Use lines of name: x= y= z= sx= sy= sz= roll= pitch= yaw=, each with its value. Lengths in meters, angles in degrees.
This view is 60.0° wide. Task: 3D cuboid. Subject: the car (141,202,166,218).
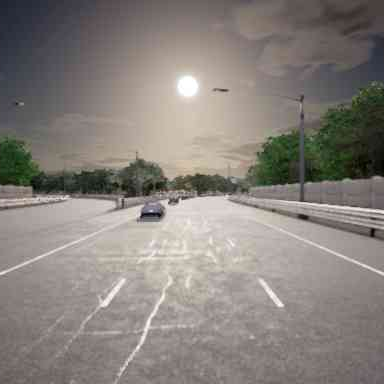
car: x=-3.492 y=1.568 z=30.508 sx=1.994 sy=1.385 sz=4.181 roll=0 pitch=0 yaw=0

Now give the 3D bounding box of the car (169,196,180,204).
car: x=-3.451 y=1.524 z=65.343 sx=1.837 sy=1.490 sz=4.892 roll=0 pitch=0 yaw=1
